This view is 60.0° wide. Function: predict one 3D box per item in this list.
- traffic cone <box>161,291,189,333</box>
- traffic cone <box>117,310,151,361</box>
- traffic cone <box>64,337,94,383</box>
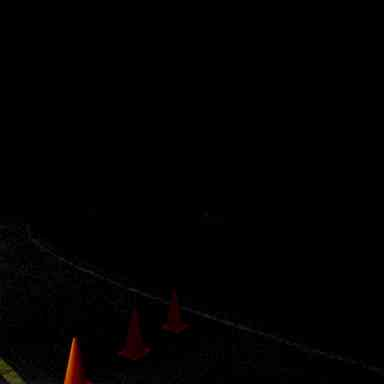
[{"bbox_3d":[-0.281,1.931,5.464,0.340,0.580,0.340,1,1,31],"label":"traffic cone"},{"bbox_3d":[-0.800,1.938,4.613,0.340,0.580,0.340,1,1,31],"label":"traffic cone"},{"bbox_3d":[-1.318,1.945,3.762,0.340,0.580,0.340,1,1,31],"label":"traffic cone"}]
